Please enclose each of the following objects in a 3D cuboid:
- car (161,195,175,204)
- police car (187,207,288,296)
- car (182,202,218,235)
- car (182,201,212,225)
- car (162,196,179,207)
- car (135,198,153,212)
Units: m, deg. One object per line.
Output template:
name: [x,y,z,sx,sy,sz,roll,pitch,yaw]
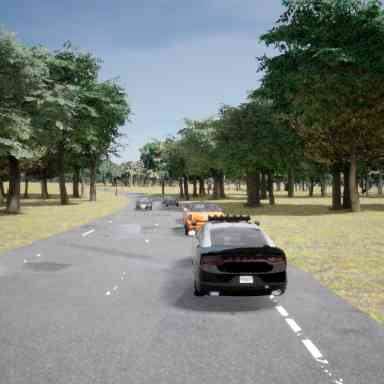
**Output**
car: [-4.261,1.349,58.819,2.033,1.411,5.357,0,0,-9]
police car: [0.950,1.416,8.757,1.930,1.638,5.238,0,0,-1]
car: [0.602,1.321,18.680,2.097,1.767,4.553,0,0,-3]
car: [0.275,1.478,24.743,1.812,1.442,4.674,0,0,-4]
car: [-2.941,1.408,48.595,2.033,1.411,5.357,0,0,-6]
car: [-5.506,1.401,38.364,2.128,1.511,4.902,0,0,-6]
